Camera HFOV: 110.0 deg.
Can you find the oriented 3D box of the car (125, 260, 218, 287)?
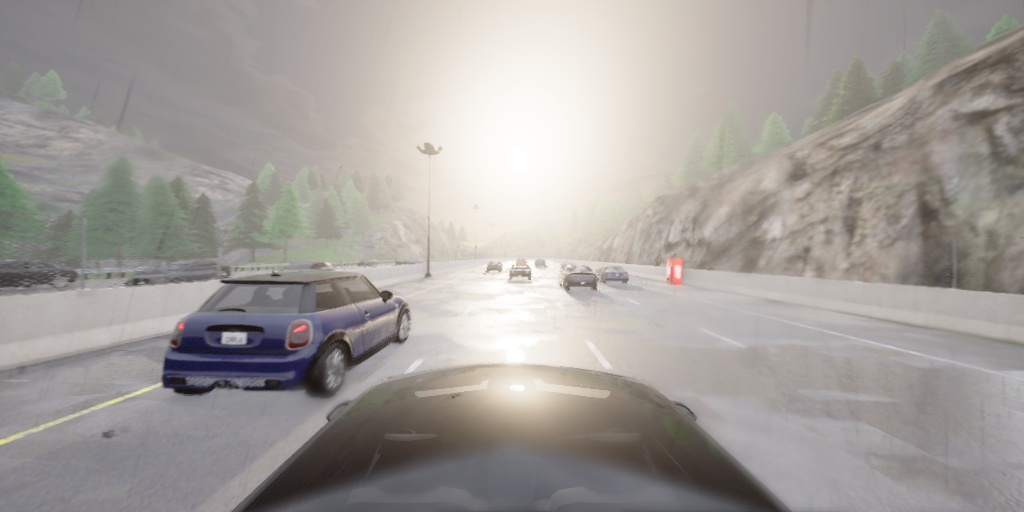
[{"bbox_3d":[-17.265,1.089,18.749,1.994,1.385,4.181,1,0,2],"label":"car"}]

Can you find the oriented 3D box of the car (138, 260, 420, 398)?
[{"bbox_3d":[-3.453,1.057,6.637,2.097,1.767,4.553,1,0,1],"label":"car"}]

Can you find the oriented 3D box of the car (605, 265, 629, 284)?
[{"bbox_3d":[7.702,1.407,28.303,2.033,1.411,5.357,1,0,3],"label":"car"}]

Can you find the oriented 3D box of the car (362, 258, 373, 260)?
[{"bbox_3d":[-23.166,1.016,57.763,1.994,1.385,4.181,1,0,2],"label":"car"}]

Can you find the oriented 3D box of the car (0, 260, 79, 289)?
[{"bbox_3d":[-24.305,0.937,17.201,1.837,1.490,4.892,1,0,2],"label":"car"}]

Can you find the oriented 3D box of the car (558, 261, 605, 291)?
[{"bbox_3d":[4.013,1.301,22.304,2.128,1.511,4.902,1,0,2],"label":"car"}]

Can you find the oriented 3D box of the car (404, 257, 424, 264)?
[{"bbox_3d":[-16.104,1.043,59.900,1.882,1.535,5.008,1,0,2],"label":"car"}]

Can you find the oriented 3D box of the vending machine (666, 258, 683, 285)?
[{"bbox_3d":[12.558,1.120,27.740,1.100,2.100,0.880,0,0,2],"label":"vending machine"}]

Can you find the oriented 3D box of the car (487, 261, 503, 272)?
[{"bbox_3d":[-2.158,1.281,44.626,2.033,1.411,5.357,1,0,0],"label":"car"}]

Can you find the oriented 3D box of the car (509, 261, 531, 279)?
[{"bbox_3d":[0.761,1.369,32.326,1.895,1.301,4.718,1,0,2],"label":"car"}]

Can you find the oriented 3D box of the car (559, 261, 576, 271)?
[{"bbox_3d":[8.451,1.478,54.912,1.895,1.301,4.718,1,0,1],"label":"car"}]
